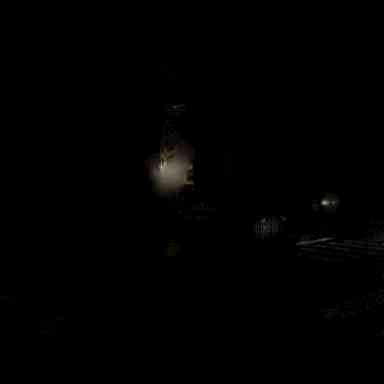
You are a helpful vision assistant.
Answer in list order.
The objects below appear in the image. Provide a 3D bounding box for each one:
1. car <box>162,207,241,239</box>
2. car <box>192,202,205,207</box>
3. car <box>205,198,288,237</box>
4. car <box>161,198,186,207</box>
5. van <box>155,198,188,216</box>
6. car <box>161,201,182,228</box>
[{"bbox_3d":[0.410,1.700,18.064,1.802,1.307,4.206,-2,0,-36],"label":"car"},{"bbox_3d":[0.837,1.665,32.116,1.752,1.417,4.829,-2,0,-36],"label":"car"},{"bbox_3d":[3.138,1.420,18.807,2.097,1.767,4.553,-1,0,-35],"label":"car"},{"bbox_3d":[-2.714,1.549,27.018,2.097,1.767,4.553,-1,0,-36],"label":"car"},{"bbox_3d":[-2.272,1.550,36.454,1.690,1.788,3.998,-2,0,-36],"label":"van"},{"bbox_3d":[-2.796,1.629,22.540,1.967,1.590,4.097,-2,0,-36],"label":"car"}]
